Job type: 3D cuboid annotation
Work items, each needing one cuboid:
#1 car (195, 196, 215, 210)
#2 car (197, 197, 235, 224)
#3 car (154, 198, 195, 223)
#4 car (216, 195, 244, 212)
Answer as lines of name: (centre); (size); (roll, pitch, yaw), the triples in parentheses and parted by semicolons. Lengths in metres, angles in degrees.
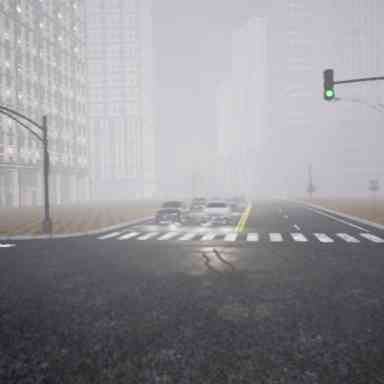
car: (0.920, 1.265, 35.763); (1.837, 1.490, 4.892); (-1, 1, 11)
car: (1.783, 1.350, 23.406); (1.812, 1.442, 4.674); (-1, 0, 10)
car: (-1.330, 1.385, 24.402); (1.837, 1.490, 4.892); (-1, 0, 11)
car: (4.032, 1.253, 34.751); (2.033, 1.411, 5.357); (-1, 0, 11)
